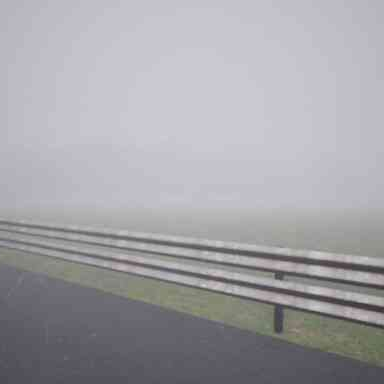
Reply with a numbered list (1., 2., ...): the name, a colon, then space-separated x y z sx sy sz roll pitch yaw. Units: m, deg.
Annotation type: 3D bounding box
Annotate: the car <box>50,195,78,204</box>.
1. car: -23.026 1.351 59.267 5.366 1.575 1.801 0 0 3
